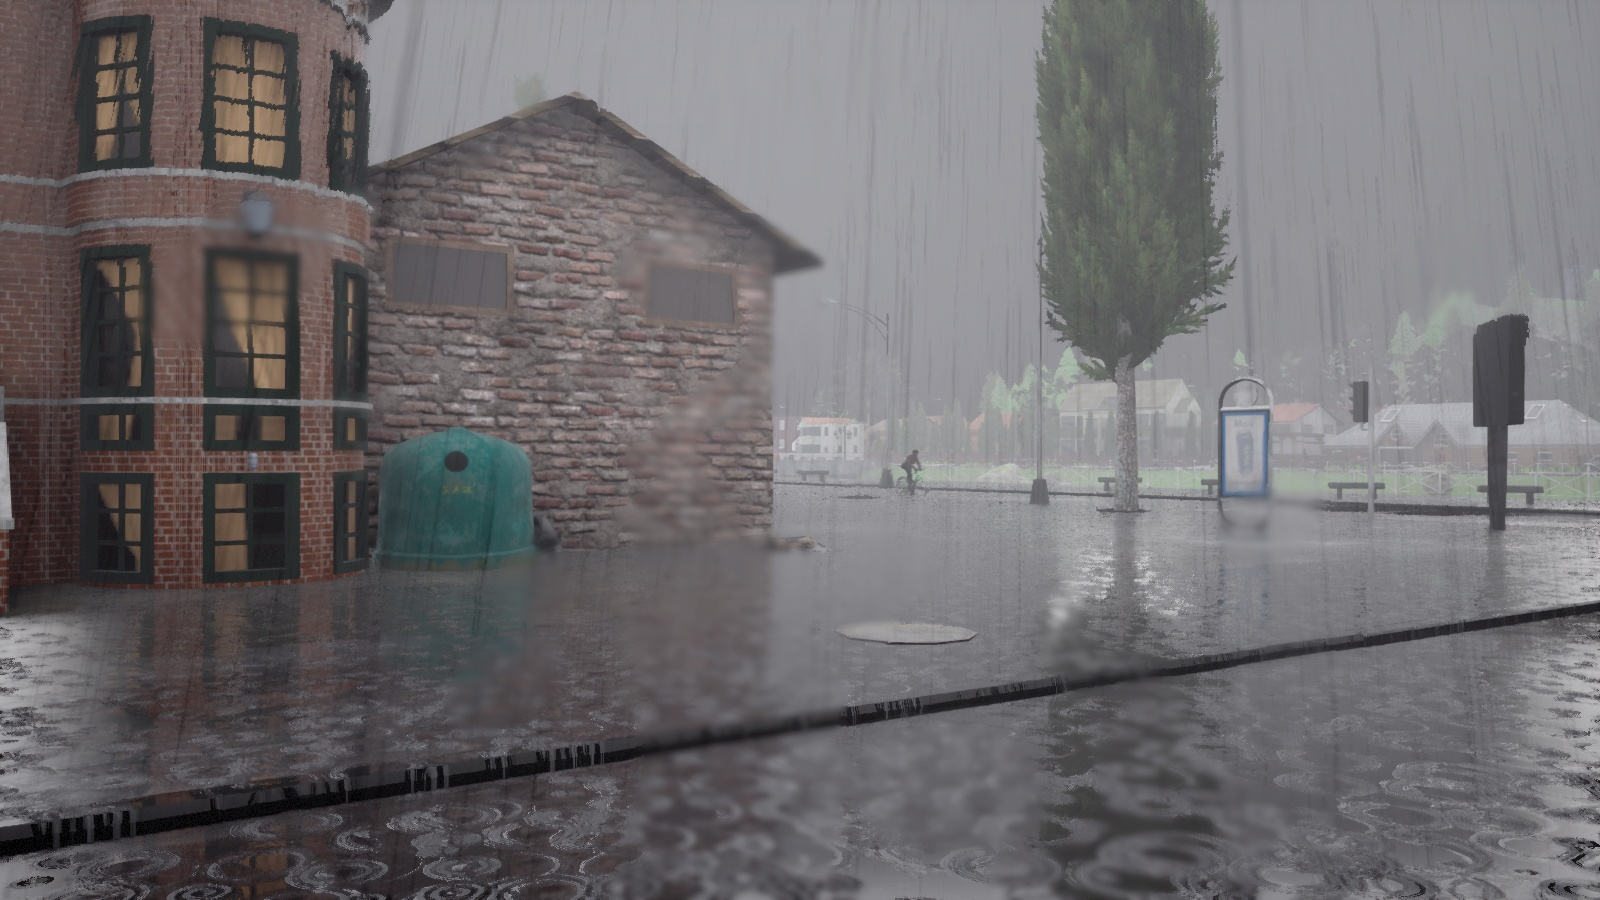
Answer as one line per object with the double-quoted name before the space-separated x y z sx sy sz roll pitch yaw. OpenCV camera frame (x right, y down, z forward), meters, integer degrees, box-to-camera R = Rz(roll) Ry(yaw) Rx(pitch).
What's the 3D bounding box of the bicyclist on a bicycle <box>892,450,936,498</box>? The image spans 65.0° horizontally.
"bicyclist on a bicycle" 3.888 0.794 42.910 0.582 1.620 1.656 0 0 -35
